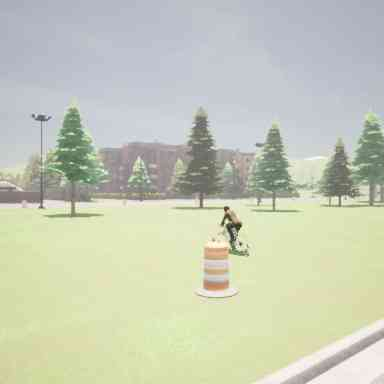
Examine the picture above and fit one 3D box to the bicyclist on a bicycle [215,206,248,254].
[{"bbox_3d":[1.322,1.303,11.502,0.582,1.620,1.656,0,-2,-37],"label":"bicyclist on a bicycle"}]
